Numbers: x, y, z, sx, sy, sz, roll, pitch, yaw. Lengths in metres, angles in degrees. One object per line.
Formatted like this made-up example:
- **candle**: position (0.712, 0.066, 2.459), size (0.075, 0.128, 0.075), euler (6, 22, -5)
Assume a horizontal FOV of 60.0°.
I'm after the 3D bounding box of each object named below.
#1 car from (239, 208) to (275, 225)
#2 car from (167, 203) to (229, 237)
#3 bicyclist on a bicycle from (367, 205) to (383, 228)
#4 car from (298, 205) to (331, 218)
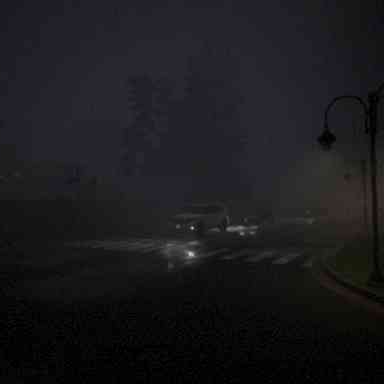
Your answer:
- **car**: position (6.244, 2.247, 31.480), size (2.128, 1.511, 4.902), euler (-2, -2, 36)
- **car**: position (0.576, 1.821, 22.823), size (2.150, 2.045, 5.566), euler (-2, -2, 32)
- **bicyclist on a bicycle**: position (13.077, 1.730, 23.212), size (1.656, 1.620, 0.582), euler (-2, -2, 31)
- **car**: position (15.216, 2.369, 41.196), size (5.008, 1.535, 1.882), euler (0, -2, -37)
